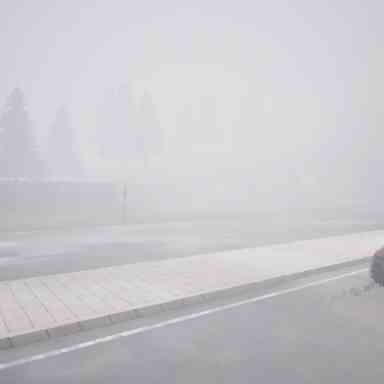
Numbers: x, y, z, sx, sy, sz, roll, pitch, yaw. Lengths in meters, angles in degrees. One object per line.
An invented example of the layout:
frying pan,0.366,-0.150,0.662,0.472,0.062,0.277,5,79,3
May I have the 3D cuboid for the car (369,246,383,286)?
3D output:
car,6.236,1.564,8.194,4.181,1.385,1.994,0,0,-36
